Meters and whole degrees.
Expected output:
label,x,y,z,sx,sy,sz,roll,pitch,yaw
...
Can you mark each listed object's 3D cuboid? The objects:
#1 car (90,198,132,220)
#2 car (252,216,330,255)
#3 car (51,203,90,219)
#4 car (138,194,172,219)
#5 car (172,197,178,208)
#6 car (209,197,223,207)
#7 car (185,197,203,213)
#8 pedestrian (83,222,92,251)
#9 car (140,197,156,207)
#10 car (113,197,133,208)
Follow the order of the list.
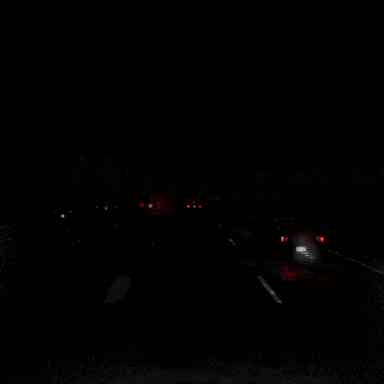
label,x,y,z,sx,sy,sz,roll,pitch,yaw
car,-6.778,1.351,28.424,2.097,1.767,4.553,0,0,0
car,3.655,1.601,13.284,1.895,1.301,4.718,0,0,0
car,-10.277,1.601,28.749,1.895,1.301,4.718,0,0,0
car,-3.276,1.219,29.081,2.150,2.045,5.566,0,0,0
car,-3.201,1.502,47.281,1.837,1.490,4.892,0,-1,0
car,3.809,1.478,52.732,1.882,1.535,5.008,0,0,0
car,0.258,1.547,36.758,2.033,1.411,5.357,0,0,0
pedestrian,-3.902,1.674,12.505,0.500,1.100,0.500,0,0,0
car,-6.692,1.478,50.941,1.882,1.535,5.008,0,-1,0
car,-10.174,1.546,49.466,2.033,1.411,5.357,0,0,-2
